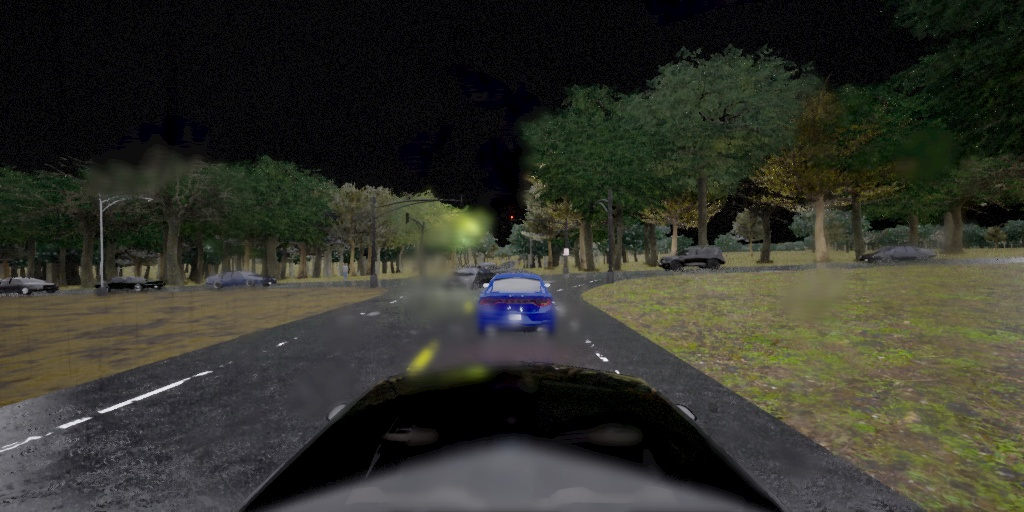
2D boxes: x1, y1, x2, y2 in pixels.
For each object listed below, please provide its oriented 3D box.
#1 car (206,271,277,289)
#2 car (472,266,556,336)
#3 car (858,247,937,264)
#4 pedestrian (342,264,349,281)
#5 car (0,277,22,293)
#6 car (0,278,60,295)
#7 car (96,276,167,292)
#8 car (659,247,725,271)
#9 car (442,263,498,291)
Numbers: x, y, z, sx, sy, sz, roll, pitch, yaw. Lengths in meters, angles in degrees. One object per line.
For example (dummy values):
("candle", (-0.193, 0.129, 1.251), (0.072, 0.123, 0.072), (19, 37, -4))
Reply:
("car", (-23.426, 2.049, 31.078), (5.357, 1.411, 2.033), (-2, -1, 6))
("car", (0.141, 1.233, 10.444), (1.882, 1.535, 5.008), (0, 0, 1))
("car", (34.580, -0.096, 32.206), (5.357, 1.411, 2.033), (-2, -1, 3))
("pedestrian", (-17.861, 1.681, 38.404), (0.375, 1.860, 0.375), (0, 1, 3))
("car", (-53.076, 2.980, 36.131), (5.008, 1.535, 1.882), (-2, -1, 2))
("car", (-43.512, 2.674, 31.996), (4.892, 1.490, 1.837), (-2, -1, 3))
("car", (-33.348, 2.439, 31.511), (4.718, 1.301, 1.895), (-2, -1, 3))
("car", (16.498, 0.289, 32.999), (5.566, 2.045, 2.150), (-2, -1, 3))
("car", (-2.439, 1.328, 21.345), (1.994, 1.385, 4.181), (0, 0, 20))
